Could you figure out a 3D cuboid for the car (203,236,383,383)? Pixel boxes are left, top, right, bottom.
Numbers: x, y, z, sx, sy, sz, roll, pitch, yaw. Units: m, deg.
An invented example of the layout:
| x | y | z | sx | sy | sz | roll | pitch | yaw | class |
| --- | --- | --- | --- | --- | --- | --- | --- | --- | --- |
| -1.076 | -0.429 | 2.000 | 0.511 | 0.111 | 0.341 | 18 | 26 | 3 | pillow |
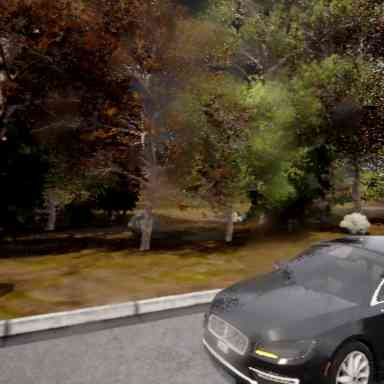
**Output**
| x | y | z | sx | sy | sz | roll | pitch | yaw | class |
| --- | --- | --- | --- | --- | --- | --- | --- | --- | --- |
| 2.497 | 1.460 | 4.785 | 4.892 | 1.490 | 1.837 | 0 | 1 | -28 | car |
